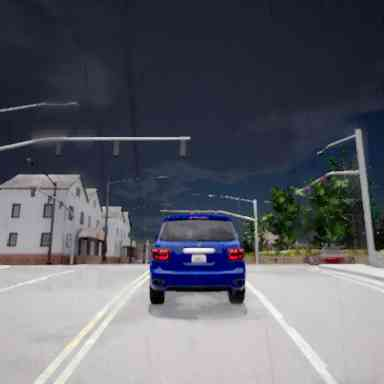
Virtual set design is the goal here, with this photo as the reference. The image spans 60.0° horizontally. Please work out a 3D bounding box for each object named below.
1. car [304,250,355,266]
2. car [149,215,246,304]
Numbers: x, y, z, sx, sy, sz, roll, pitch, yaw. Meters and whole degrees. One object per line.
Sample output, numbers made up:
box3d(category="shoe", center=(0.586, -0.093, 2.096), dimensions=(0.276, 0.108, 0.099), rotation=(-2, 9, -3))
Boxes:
box3d(category="car", center=(12.198, 5.905, 29.673), dimensions=(4.181, 1.385, 1.994), rotation=(0, -12, 1))
box3d(category="car", center=(0.084, 1.771, 9.385), dimensions=(2.150, 2.045, 5.566), rotation=(0, -7, -1))
